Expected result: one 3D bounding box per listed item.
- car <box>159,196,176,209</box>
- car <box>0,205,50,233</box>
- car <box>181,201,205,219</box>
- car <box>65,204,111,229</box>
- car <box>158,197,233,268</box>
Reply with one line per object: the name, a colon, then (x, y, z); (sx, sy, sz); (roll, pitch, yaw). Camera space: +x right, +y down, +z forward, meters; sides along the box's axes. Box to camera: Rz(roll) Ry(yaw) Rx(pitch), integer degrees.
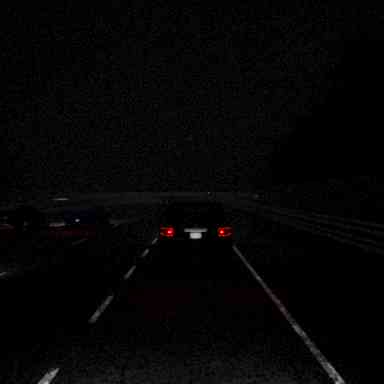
car: (-3.498, 1.531, 48.579); (2.097, 1.767, 4.553); (0, 0, 0)
car: (-10.399, 1.574, 20.296); (1.837, 1.490, 4.892); (0, 0, 0)
car: (0.101, 1.661, 31.650); (2.033, 1.411, 5.357); (0, 0, 0)
car: (-6.899, 1.555, 22.504); (1.882, 1.535, 5.008); (0, 0, 0)
car: (0.101, 1.257, 11.518); (2.150, 2.045, 5.566); (0, 0, 0)
